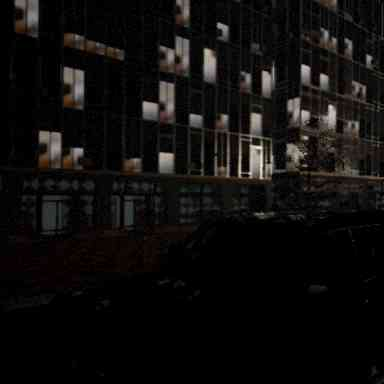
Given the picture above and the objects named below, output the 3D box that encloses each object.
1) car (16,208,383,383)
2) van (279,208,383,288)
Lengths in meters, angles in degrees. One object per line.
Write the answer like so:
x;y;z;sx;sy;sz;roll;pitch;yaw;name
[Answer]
1.048;1.252;4.004;5.566;2.045;2.150;1;0;-36;car
4.578;1.432;9.827;3.998;1.788;1.690;1;0;-36;van
